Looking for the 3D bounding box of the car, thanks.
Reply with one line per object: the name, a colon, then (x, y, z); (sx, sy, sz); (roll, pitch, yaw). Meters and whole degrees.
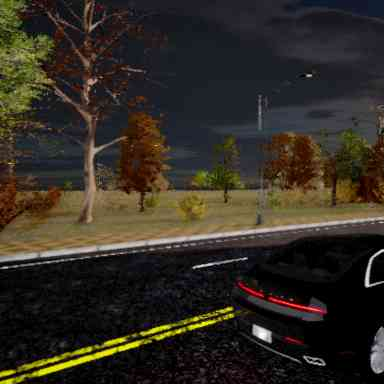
car: (2.838, 1.433, 5.393); (4.892, 1.490, 1.837); (-1, 0, -34)
